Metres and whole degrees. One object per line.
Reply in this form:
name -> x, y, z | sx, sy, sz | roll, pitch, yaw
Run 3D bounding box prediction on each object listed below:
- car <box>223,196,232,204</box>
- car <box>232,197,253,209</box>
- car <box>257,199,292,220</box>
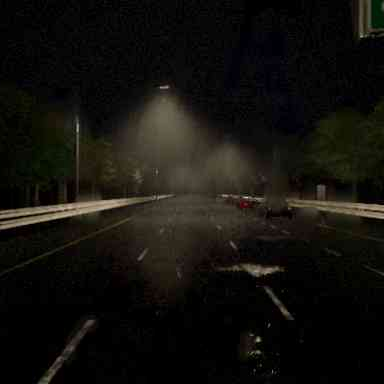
car -> 6.976, 1.544, 62.702 | 1.812, 1.442, 4.674 | 0, 0, 0
car -> 6.982, 1.575, 45.005 | 1.994, 1.385, 4.181 | 0, 0, 0
car -> 6.990, 1.356, 28.509 | 2.097, 1.767, 4.553 | 0, 0, 0
